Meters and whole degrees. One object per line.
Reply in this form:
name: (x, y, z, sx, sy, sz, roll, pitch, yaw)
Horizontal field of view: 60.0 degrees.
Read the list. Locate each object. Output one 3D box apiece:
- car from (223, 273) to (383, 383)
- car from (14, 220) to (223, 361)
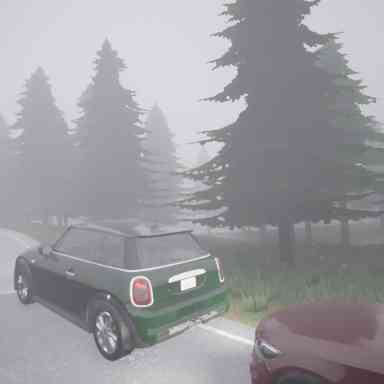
car: (2.744, 1.531, 2.598, 4.674, 1.442, 1.812, 1, 0, 36)
car: (-1.579, 1.308, 6.226, 4.553, 1.767, 2.097, 1, 1, 44)
